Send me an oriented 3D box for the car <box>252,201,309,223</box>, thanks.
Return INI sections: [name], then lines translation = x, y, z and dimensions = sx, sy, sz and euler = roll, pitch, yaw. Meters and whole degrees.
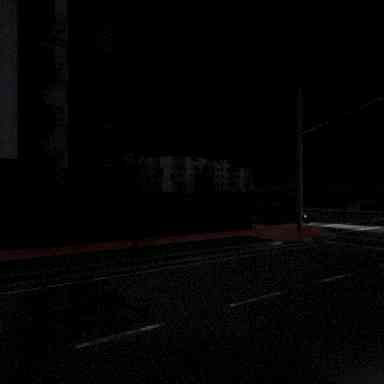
[car]
translation = 6.746, 1.491, 26.051
dimensions = 2.128, 1.511, 4.902
euler = 0, 0, -36
